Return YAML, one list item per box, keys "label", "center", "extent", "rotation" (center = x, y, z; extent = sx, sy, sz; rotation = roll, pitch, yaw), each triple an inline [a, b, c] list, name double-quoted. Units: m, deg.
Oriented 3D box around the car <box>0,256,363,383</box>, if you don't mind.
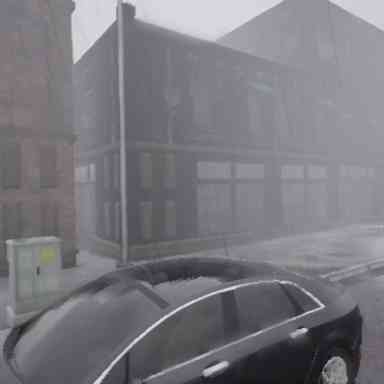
- label: "car"
  center: [-0.281, 1.502, 3.174]
  extent: [4.892, 1.490, 1.837]
  rotation: [0, 0, -35]
